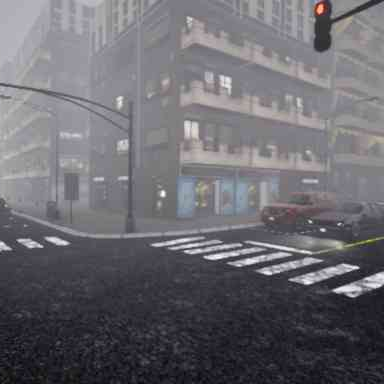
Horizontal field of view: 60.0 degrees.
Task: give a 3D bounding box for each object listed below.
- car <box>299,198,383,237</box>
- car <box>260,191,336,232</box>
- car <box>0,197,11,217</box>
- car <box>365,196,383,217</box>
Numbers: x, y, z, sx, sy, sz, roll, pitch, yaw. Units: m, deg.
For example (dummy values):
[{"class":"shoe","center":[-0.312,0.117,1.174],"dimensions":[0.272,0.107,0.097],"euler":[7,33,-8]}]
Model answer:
[{"class":"car","center":[7.682,1.178,15.682],"dimensions":[5.357,1.411,2.033],"euler":[-1,2,-36]},{"class":"car","center":[5.801,0.915,17.493],"dimensions":[5.009,1.841,2.192],"euler":[-1,3,-38]},{"class":"car","center":[-15.362,1.093,25.759],"dimensions":[1.967,1.590,4.097],"euler":[0,1,-37]},{"class":"car","center":[14.581,0.996,24.279],"dimensions":[4.206,1.307,1.802],"euler":[-1,3,-38]}]
